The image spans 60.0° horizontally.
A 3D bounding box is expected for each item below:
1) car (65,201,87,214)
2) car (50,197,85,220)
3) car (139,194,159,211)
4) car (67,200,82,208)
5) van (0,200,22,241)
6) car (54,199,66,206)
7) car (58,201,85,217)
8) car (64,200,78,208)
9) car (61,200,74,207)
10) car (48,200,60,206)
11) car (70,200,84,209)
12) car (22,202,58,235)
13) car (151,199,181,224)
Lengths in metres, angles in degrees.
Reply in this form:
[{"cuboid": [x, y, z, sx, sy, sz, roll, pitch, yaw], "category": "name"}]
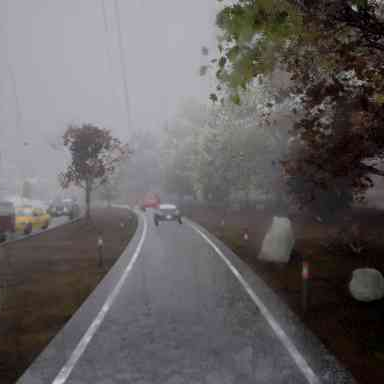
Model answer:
[{"cuboid": [-14.549, 1.888, 41.925, 2.231, 1.521, 4.892, 2, -2, -15], "category": "car"}, {"cuboid": [-11.860, 1.477, 31.041, 2.435, 2.045, 5.566, 2, -2, -12], "category": "car"}, {"cuboid": [-5.302, 1.302, 41.519, 2.150, 2.045, 5.566, 0, -1, -15], "category": "car"}, {"cuboid": [-22.277, 2.240, 62.902, 2.231, 1.521, 4.892, -1, -1, -24], "category": "car"}, {"cuboid": [-9.348, 1.326, 14.377, 1.878, 1.987, 4.442, 2, -1, -8], "category": "van"}, {"cuboid": [-32.916, 2.624, 82.684, 2.097, 1.535, 5.008, -2, 0, -30], "category": "car"}, {"cuboid": [-13.116, 1.807, 36.521, 2.231, 1.521, 4.892, 2, -2, -14], "category": "car"}, {"cuboid": [-24.741, 2.356, 68.051, 2.097, 1.535, 5.008, 0, -1, -26], "category": "car"}, {"cuboid": [-27.610, 2.501, 73.583, 2.002, 1.452, 4.674, 0, -1, -28], "category": "car"}, {"cuboid": [-36.431, 2.795, 87.720, 2.002, 1.452, 4.674, 1, -1, -36], "category": "car"}, {"cuboid": [-19.807, 2.130, 57.077, 2.097, 1.535, 5.008, -1, -1, -22], "category": "car"}, {"cuboid": [-9.981, 1.594, 19.857, 1.946, 1.575, 5.366, 2, -1, -6], "category": "car"}, {"cuboid": [-1.839, 1.496, 24.166, 1.812, 1.442, 4.674, 0, 0, -8], "category": "car"}]
